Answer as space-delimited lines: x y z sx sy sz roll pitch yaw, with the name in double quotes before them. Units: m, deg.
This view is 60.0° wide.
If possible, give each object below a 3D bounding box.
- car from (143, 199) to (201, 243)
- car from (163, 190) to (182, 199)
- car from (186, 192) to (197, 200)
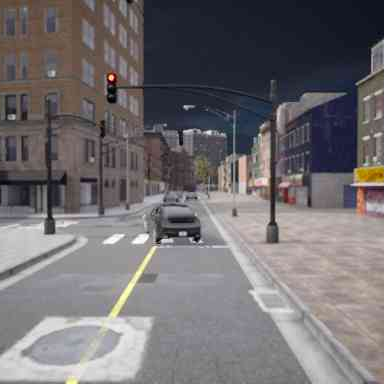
"car" -0.988 1.271 14.806 1.837 1.490 4.892 0 1 -15
"car" -2.886 0.625 46.684 2.097 1.767 4.553 0 1 0
"car" -0.059 0.666 57.880 1.994 1.385 4.181 0 1 0
